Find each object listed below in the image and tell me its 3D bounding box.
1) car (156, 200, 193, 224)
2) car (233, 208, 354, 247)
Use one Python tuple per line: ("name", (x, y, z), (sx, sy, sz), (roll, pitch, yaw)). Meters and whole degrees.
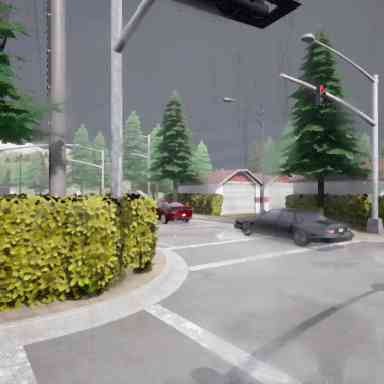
("car", (-1.945, 1.305, 23.380), (1.882, 1.535, 5.008), (-1, 1, -35))
("car", (4.253, 1.422, 14.787), (2.033, 1.411, 5.357), (0, 2, -35))
